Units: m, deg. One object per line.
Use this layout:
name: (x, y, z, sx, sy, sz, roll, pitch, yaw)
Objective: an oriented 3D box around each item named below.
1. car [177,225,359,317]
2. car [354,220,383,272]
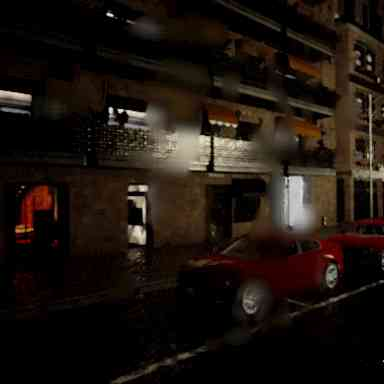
car: (1.729, 1.607, 7.617, 4.507, 1.381, 1.887, 0, -1, -38)
car: (6.165, 1.629, 11.118, 4.507, 1.381, 1.887, 0, -1, -38)
